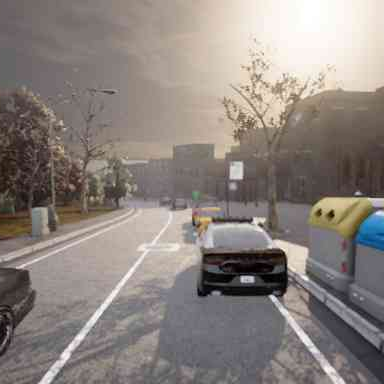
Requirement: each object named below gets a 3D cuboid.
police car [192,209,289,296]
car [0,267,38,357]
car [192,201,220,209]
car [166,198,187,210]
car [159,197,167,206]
[{"bbox_3d":[1.049,1.465,8.868,1.930,1.638,5.238,0,0,0],"label":"police car"},{"bbox_3d":[-3.494,1.562,3.213,2.033,1.411,5.357,0,0,0],"label":"car"},{"bbox_3d":[1.047,1.540,18.994,1.801,1.575,5.366,0,0,0],"label":"car"},{"bbox_3d":[-1.899,1.678,46.534,2.128,1.511,4.902,-1,0,-10],"label":"car"},{"bbox_3d":[-4.735,1.764,60.025,1.837,1.490,4.892,-1,0,-16],"label":"car"}]
